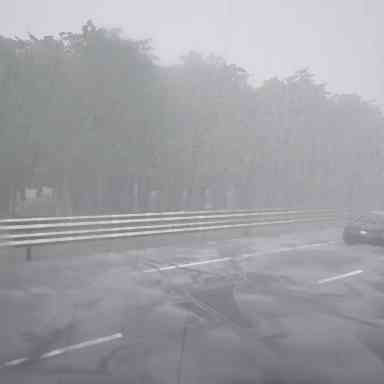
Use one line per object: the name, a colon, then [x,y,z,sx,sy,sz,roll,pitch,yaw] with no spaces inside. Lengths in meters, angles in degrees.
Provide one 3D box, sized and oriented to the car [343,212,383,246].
car: [8.275,1.556,14.061,4.181,1.385,1.994,0,0,-36]
